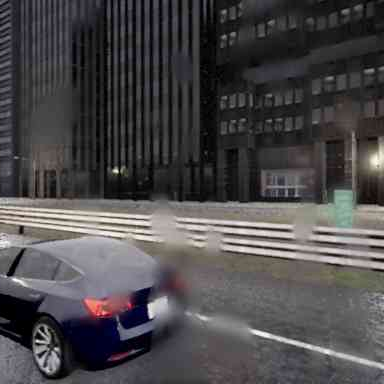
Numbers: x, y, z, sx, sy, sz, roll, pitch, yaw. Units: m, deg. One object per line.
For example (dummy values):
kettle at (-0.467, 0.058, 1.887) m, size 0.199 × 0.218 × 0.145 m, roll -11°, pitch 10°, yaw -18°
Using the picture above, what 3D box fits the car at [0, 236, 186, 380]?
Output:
car at (-2.317, 1.474, 5.529) m, size 4.792 × 1.488 × 2.163 m, roll 0°, pitch 0°, yaw 36°
